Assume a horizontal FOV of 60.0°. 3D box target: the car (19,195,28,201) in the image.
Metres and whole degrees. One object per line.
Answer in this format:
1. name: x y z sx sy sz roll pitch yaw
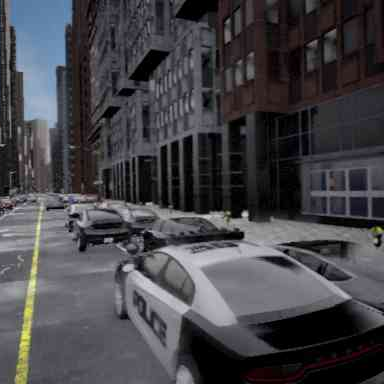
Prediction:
1. car: -42.449 1.560 83.746 1.752 1.417 4.829 -1 1 -24

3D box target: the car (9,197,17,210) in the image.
1. car: -24.206 1.497 43.000 1.967 1.590 4.097 -1 1 -24

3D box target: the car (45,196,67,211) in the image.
1. car: -16.273 1.484 39.470 1.994 1.385 4.181 -2 1 -23

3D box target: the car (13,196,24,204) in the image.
1. car: -35.581 1.567 68.408 1.752 1.417 4.829 -1 1 -24

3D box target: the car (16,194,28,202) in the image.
1. car: -40.233 1.352 78.787 2.192 1.841 5.009 -1 1 -24

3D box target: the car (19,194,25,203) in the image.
1. car: -33.360 1.595 63.451 2.008 1.369 4.403 -1 1 -24

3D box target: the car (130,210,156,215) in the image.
1. car: -0.405 1.446 10.708 1.947 1.339 4.313 -1 1 -24

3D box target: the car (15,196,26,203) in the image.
1. car: -37.939 1.584 73.676 1.887 1.381 4.507 -1 1 -24

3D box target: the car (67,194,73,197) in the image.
1. car: -14.212 1.377 41.540 1.752 1.417 4.829 -1 1 -24

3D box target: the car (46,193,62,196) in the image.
1. car: -22.506 1.402 53.299 2.128 1.511 4.902 -2 1 -24

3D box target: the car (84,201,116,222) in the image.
1. car: -7.273 1.446 26.046 1.802 1.307 4.206 -1 1 -24

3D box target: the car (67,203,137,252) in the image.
1. car: -3.898 1.428 13.799 1.837 1.490 4.892 -1 1 -24

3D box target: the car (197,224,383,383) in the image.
1. car: 1.885 1.453 5.595 1.947 1.339 4.313 -1 1 -24

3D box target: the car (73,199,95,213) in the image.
1. car: -11.852 1.438 36.273 1.802 1.307 4.206 -1 1 -24

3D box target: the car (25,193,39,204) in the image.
1. car: -30.605 1.481 64.049 1.837 1.490 4.892 -2 1 -24

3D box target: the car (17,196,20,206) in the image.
1. car: -26.492 1.635 48.113 1.802 1.307 4.206 -1 1 -24

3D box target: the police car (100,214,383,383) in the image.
1. police car: 0.160 1.360 4.776 1.930 1.638 5.238 -2 1 -24

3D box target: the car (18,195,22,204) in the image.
1. car: -28.782 1.616 53.226 1.947 1.339 4.313 -1 1 -24

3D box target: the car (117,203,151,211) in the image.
1. car: -2.694 1.425 15.820 2.008 1.369 4.403 -1 1 -24

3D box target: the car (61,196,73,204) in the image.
1. car: -23.299 1.420 61.837 1.802 1.307 4.206 -1 1 -24

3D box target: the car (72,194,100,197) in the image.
1. car: -9.568 1.175 31.157 2.192 1.841 5.009 -1 1 -24

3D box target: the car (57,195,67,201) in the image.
1. car: -30.168 1.375 77.175 1.887 1.381 4.507 -1 1 -24

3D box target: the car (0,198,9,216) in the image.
1. car: -19.627 1.505 32.775 1.967 1.590 4.097 -1 1 -24

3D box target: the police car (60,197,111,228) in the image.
1. police car: -6.343 1.341 19.399 1.930 1.638 5.238 -2 1 -24
